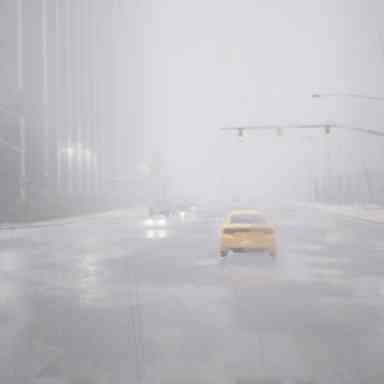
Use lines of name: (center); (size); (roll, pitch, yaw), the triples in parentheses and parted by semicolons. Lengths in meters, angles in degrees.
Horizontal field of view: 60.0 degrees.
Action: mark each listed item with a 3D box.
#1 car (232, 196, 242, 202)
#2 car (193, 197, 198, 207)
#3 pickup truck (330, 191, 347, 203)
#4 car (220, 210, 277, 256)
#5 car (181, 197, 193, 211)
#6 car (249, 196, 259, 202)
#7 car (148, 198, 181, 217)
car: (9.254, 1.408, 68.488); (1.994, 1.385, 4.181); (-1, 0, 7)
car: (-0.152, 1.484, 51.027); (1.837, 1.490, 4.892); (-1, 0, 7)
pickup truck: (23.939, 0.712, 53.221); (2.390, 2.098, 6.274); (-1, 0, 38)
car: (2.108, 1.443, 12.962); (1.882, 1.535, 5.008); (-1, 0, 7)
car: (-1.528, 1.480, 40.849); (1.882, 1.535, 5.008); (-1, 0, 8)
car: (12.785, 1.391, 69.281); (1.895, 1.301, 4.718); (-1, 0, 7)
car: (-2.759, 1.514, 31.452); (2.128, 1.511, 4.902); (-1, 0, 8)
